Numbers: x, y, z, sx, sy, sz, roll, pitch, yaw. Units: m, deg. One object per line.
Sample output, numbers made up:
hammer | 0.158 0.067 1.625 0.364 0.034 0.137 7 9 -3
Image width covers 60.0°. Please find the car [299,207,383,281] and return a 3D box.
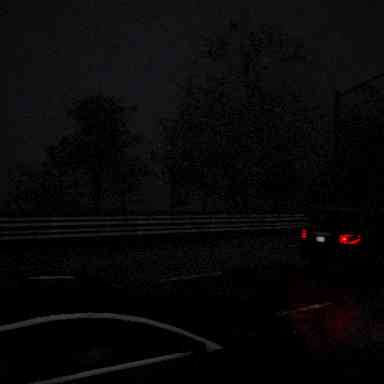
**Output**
car | 6.093 1.542 11.109 5.566 2.045 2.150 2 -2 -30

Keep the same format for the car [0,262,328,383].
car | -1.058 1.514 2.835 4.902 1.511 2.128 2 -2 -31
